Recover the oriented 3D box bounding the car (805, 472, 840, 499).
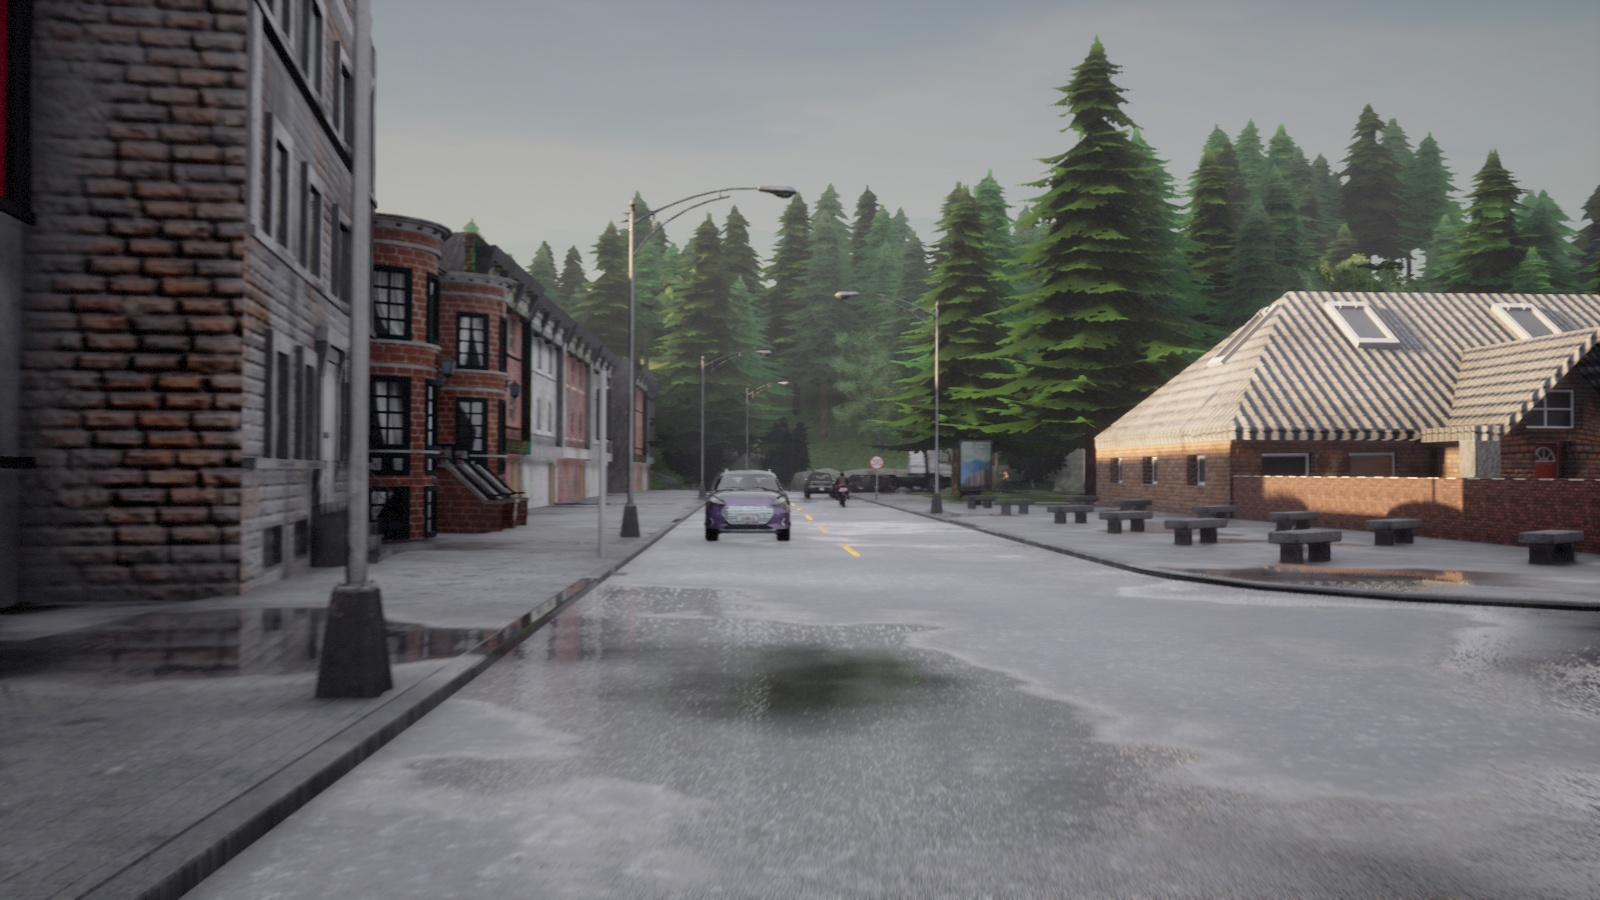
[{"bbox_3d":[1.298,2.053,73.382,1.816,1.474,4.193,0,-1,-2],"label":"car"}]

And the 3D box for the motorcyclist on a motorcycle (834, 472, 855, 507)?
[{"bbox_3d":[1.939,1.710,54.934,0.797,1.523,2.044,0,-1,-2],"label":"motorcyclist on a motorcycle"}]

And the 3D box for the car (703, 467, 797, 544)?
[{"bbox_3d":[-1.168,1.246,29.678,2.033,1.649,4.856,0,-1,-2],"label":"car"}]

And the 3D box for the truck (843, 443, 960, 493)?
[{"bbox_3d":[7.258,1.308,89.590,7.936,3.462,2.891,0,-1,-27],"label":"truck"}]
